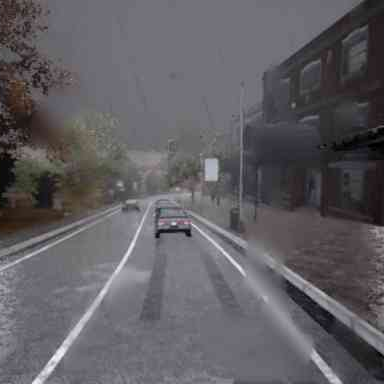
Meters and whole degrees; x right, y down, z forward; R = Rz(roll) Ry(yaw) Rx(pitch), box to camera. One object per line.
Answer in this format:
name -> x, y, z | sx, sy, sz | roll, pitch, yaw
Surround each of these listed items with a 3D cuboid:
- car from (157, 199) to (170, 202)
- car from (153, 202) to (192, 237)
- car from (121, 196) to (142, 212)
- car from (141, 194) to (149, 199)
car -> -3.209, 1.530, 37.465 | 2.033, 1.411, 5.357 | -1, 0, -6
car -> -1.105, 1.525, 18.014 | 2.033, 1.411, 5.357 | -1, 0, -6
car -> -7.089, 1.556, 39.031 | 1.812, 1.442, 4.674 | -1, 0, -6
car -> -11.419, 1.134, 79.471 | 1.882, 1.535, 5.008 | -1, 0, -6
